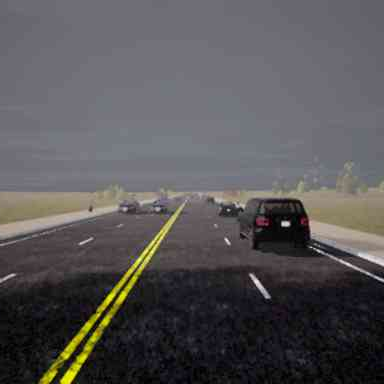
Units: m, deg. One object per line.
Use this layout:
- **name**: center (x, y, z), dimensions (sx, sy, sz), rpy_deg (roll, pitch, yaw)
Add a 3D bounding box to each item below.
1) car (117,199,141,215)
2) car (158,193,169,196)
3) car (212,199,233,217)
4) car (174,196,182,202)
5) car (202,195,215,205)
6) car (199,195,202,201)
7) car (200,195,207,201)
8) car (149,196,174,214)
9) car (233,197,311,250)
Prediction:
- **car**: center (-6.592, 1.537, 35.205), dimensions (2.128, 1.511, 4.902), rpy_deg (0, 0, 0)
- **car**: center (-6.499, 1.300, 75.875), dimensions (2.150, 2.045, 5.566), rpy_deg (0, 0, 0)
- **car**: center (3.349, 1.606, 32.406), dimensions (1.994, 1.385, 4.181), rpy_deg (0, 0, 0)
- **car**: center (-3.249, 1.627, 75.904), dimensions (1.994, 1.385, 4.181), rpy_deg (0, 0, 0)
- **car**: center (3.251, 1.578, 61.252), dimensions (1.837, 1.490, 4.892), rpy_deg (0, 0, 0)
- **car**: center (3.251, 1.590, 72.281), dimensions (2.163, 1.488, 4.792), rpy_deg (0, 0, 0)
- **car**: center (3.251, 1.563, 94.442), dimensions (1.801, 1.575, 5.366), rpy_deg (0, 0, 0)
- **car**: center (-3.342, 1.537, 35.206), dimensions (2.128, 1.511, 4.902), rpy_deg (0, 0, 0)
- **car**: center (3.350, 1.242, 14.572), dimensions (2.150, 2.045, 5.566), rpy_deg (0, 0, 0)
